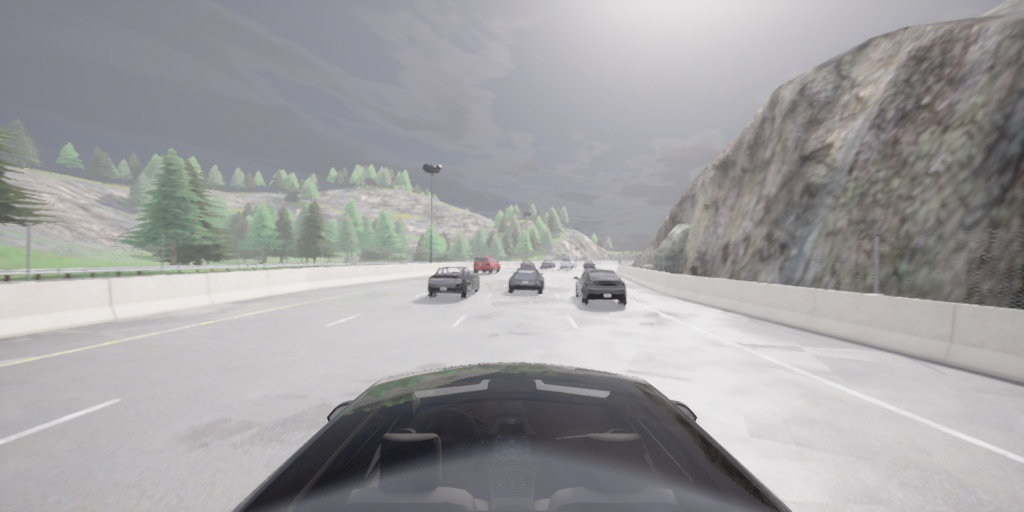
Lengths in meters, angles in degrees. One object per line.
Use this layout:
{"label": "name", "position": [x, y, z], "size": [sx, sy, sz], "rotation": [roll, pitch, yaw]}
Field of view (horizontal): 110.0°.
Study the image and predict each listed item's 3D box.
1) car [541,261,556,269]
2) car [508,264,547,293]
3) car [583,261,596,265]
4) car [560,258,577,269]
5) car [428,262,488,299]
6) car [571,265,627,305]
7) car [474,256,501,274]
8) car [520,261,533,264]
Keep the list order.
{"label": "car", "position": [6.512, 1.567, 63.974], "size": [2.128, 1.511, 4.902], "rotation": [1, 0, 19]}
{"label": "car", "position": [0.938, 1.401, 21.538], "size": [1.994, 1.385, 4.181], "rotation": [1, 0, 6]}
{"label": "car", "position": [13.692, 1.683, 63.344], "size": [1.837, 1.490, 4.892], "rotation": [0, 0, 19]}
{"label": "car", "position": [10.248, 1.353, 64.680], "size": [2.150, 2.045, 5.566], "rotation": [0, 0, 20]}
{"label": "car", "position": [-2.833, 1.262, 18.360], "size": [2.128, 1.511, 4.902], "rotation": [1, 0, 5]}
{"label": "car", "position": [4.061, 1.370, 16.886], "size": [1.837, 1.490, 4.892], "rotation": [0, 0, 5]}
{"label": "car", "position": [-2.947, 1.080, 42.735], "size": [2.150, 2.045, 5.566], "rotation": [1, 0, 13]}
{"label": "car", "position": [2.749, 1.544, 63.732], "size": [1.812, 1.442, 4.674], "rotation": [1, 0, 19]}
